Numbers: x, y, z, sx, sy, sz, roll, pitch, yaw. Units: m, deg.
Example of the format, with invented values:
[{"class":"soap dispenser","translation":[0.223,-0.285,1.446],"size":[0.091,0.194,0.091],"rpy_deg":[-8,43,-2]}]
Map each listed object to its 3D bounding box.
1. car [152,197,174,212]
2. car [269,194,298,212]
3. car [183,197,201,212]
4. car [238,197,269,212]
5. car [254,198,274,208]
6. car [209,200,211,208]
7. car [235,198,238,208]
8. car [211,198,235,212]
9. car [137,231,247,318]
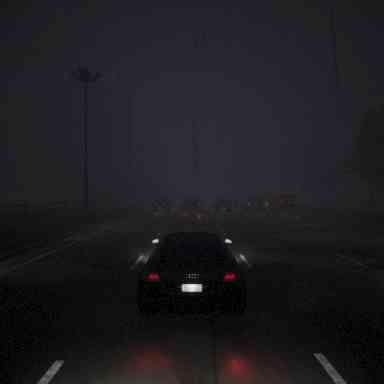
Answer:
[{"class":"car","translation":[-3.499,1.505,38.878],"size":[1.837,1.490,4.892],"rpy_deg":[0,0,0]},{"class":"car","translation":[10.499,1.221,38.371],"size":[2.150,2.045,5.566],"rpy_deg":[0,0,0]},{"class":"car","translation":[0.001,1.352,38.861],"size":[2.097,1.767,4.553],"rpy_deg":[0,0,0]},{"class":"car","translation":[6.998,1.352,38.421],"size":[2.097,1.767,4.553],"rpy_deg":[0,0,0]},{"class":"car","translation":[10.494,1.601,48.872],"size":[1.895,1.301,4.718],"rpy_deg":[0,0,0]},{"class":"car","translation":[3.494,1.601,48.895],"size":[1.895,1.301,4.718],"rpy_deg":[0,0,0]},{"class":"car","translation":[6.990,1.547,48.161],"size":[2.033,1.411,5.357],"rpy_deg":[0,0,0]},{"class":"car","translation":[3.498,1.505,38.623],"size":[1.837,1.490,4.892],"rpy_deg":[0,0,0]},{"class":"car","translation":[-0.002,1.564,7.539],"size":[1.994,1.385,4.181],"rpy_deg":[0,0,0]}]
